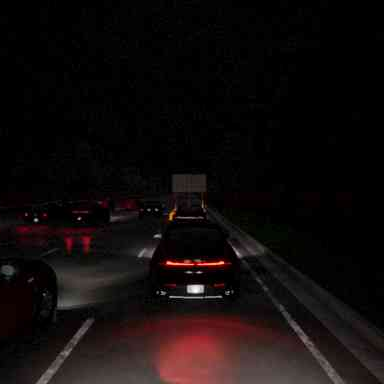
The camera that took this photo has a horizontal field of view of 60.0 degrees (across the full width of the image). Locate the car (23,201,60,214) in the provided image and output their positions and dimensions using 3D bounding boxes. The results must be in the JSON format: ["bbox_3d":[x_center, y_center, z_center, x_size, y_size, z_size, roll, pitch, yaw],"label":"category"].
[{"bbox_3d":[-10.596,1.600,24.792,1.895,1.301,4.718,0,0,-1],"label":"car"}]

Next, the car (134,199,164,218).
[{"bbox_3d":[-3.644,1.547,30.467,2.033,1.411,5.357,0,0,-1],"label":"car"}]

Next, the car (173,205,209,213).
[{"bbox_3d":[-0.075,1.488,18.817,2.128,1.511,4.902,0,0,1],"label":"car"}]

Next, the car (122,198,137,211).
[{"bbox_3d":[-7.238,1.478,40.440,1.882,1.535,5.008,0,0,0],"label":"car"}]

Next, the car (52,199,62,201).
[{"bbox_3d":[-14.197,1.526,35.833,1.812,1.442,4.674,0,0,-1],"label":"car"}]

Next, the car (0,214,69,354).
[{"bbox_3d":[-3.422,1.352,4.065,2.097,1.767,4.553,0,0,0],"label":"car"}]

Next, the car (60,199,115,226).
[{"bbox_3d":[-7.082,1.487,23.287,2.128,1.511,4.902,0,0,-1],"label":"car"}]

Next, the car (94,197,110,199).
[{"bbox_3d":[-10.736,1.352,40.345,2.097,1.767,4.553,0,0,-1],"label":"car"}]

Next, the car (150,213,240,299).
[{"bbox_3d":[0.045,1.505,8.427,1.837,1.490,4.892,0,0,0],"label":"car"}]

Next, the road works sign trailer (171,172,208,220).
[{"bbox_3d":[-0.191,0.464,22.687,2.380,3.560,2.880,0,0,-3],"label":"road works sign trailer"}]
